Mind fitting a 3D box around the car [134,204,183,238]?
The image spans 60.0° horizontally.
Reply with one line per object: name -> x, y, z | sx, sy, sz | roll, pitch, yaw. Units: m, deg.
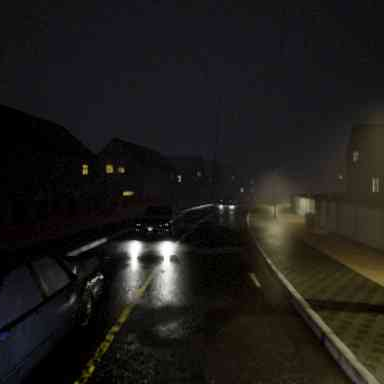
car -> -1.611, 1.430, 17.552 | 1.837, 1.490, 4.892 | 0, 0, 7

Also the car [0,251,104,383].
car -> -2.669, 1.538, 4.111 | 2.033, 1.411, 5.357 | 0, 0, 2

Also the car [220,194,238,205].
car -> 5.484, 1.115, 49.089 | 1.837, 1.490, 4.892 | 0, 1, 19
